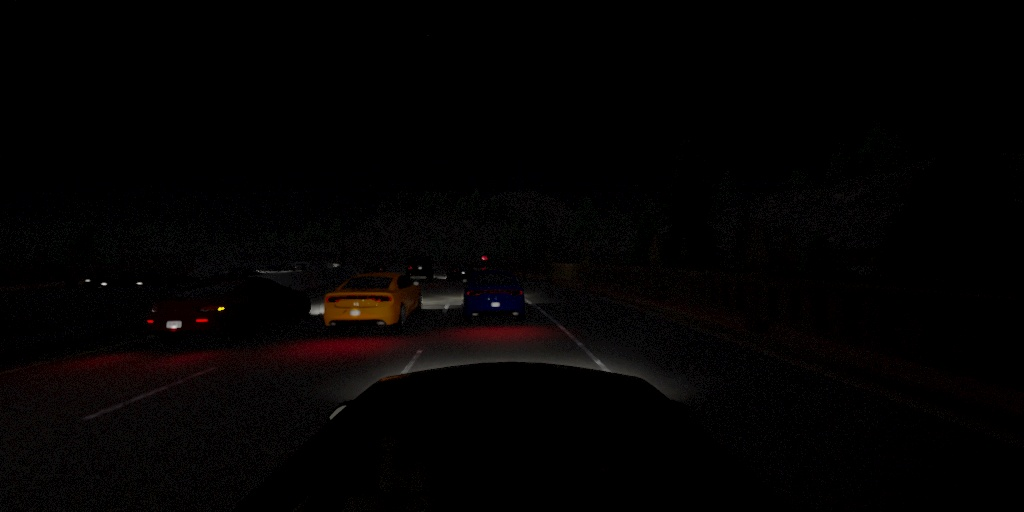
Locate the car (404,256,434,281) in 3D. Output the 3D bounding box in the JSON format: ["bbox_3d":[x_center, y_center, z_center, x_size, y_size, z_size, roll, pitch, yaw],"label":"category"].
[{"bbox_3d":[-7.918,1.031,30.465,2.150,2.045,5.566,0,0,-17],"label":"car"}]

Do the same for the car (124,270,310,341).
[{"bbox_3d":[-7.477,1.308,10.006,1.812,1.442,4.674,0,0,-5],"label":"car"}]

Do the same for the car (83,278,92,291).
[{"bbox_3d":[-24.042,1.493,22.673,1.895,1.301,4.718,0,0,-15],"label":"car"}]

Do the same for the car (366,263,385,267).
[{"bbox_3d":[-11.835,1.326,31.165,2.128,1.511,4.902,0,0,-18],"label":"car"}]

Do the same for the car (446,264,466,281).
[{"bbox_3d":[-4.571,1.354,31.256,1.994,1.385,4.181,0,0,-17],"label":"car"}]

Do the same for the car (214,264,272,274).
[{"bbox_3d":[-16.646,1.409,21.636,1.994,1.385,4.181,0,0,-13],"label":"car"}]

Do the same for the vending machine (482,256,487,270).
[{"bbox_3d":[-3.635,1.007,50.739,1.100,2.100,0.880,0,0,-26],"label":"vending machine"}]

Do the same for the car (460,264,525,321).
[{"bbox_3d":[-0.720,1.231,12.660,1.882,1.535,5.008,0,0,-6],"label":"car"}]

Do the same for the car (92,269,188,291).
[{"bbox_3d":[-19.755,1.461,19.814,1.895,1.301,4.718,0,0,-13],"label":"car"}]

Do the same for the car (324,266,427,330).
[{"bbox_3d":[-4.089,1.246,11.275,1.882,1.535,5.008,0,0,-5],"label":"car"}]
